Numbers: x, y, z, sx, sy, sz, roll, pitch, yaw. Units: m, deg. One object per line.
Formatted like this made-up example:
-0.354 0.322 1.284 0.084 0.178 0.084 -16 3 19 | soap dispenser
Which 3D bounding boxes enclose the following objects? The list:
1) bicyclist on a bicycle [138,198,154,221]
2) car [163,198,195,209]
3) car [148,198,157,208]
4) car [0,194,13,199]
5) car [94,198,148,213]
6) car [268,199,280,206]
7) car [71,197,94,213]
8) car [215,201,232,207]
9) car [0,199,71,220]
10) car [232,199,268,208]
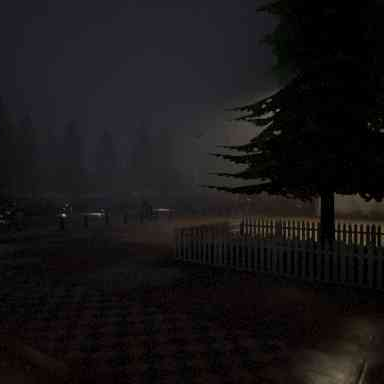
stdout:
-3.385 1.302 24.388 1.656 1.620 0.582 0 0 36 | bicyclist on a bicycle
-1.665 1.547 45.680 2.033 1.411 5.357 0 0 36 | car
-6.621 1.526 44.779 1.812 1.442 4.674 0 0 36 | car
-18.174 1.222 28.597 2.150 2.045 5.566 0 0 35 | car
-7.838 1.547 37.055 2.033 1.411 5.357 0 0 35 | car
14.328 1.547 55.741 2.033 1.411 5.357 0 0 36 | car
-12.570 1.352 36.448 2.097 1.767 4.553 0 0 36 | car
5.147 1.564 48.961 1.994 1.385 4.181 0 0 35 | car
-13.687 1.547 28.861 2.033 1.411 5.357 0 0 35 | car
8.414 1.221 47.443 2.150 2.045 5.566 0 0 36 | car
